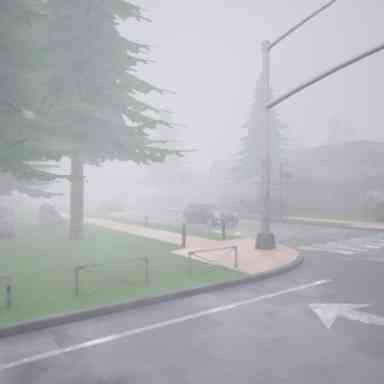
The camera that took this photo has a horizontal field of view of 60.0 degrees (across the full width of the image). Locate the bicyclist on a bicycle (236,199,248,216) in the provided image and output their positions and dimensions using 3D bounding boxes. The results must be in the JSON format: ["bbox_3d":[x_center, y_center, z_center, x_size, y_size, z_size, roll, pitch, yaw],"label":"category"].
[{"bbox_3d":[4.758,1.483,31.623,1.656,1.620,0.582,0,0,-35],"label":"bicyclist on a bicycle"}]

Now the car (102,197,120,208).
[{"bbox_3d":[-13.214,1.657,53.831,1.882,1.535,5.008,0,0,-25],"label":"car"}]

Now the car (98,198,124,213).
[{"bbox_3d":[-9.677,1.653,39.597,1.882,1.535,5.008,0,0,-32],"label":"car"}]

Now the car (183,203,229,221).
[{"bbox_3d":[1.196,1.743,30.105,1.994,1.385,4.181,0,0,-36],"label":"car"}]

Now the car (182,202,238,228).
[{"bbox_3d":[1.210,1.531,23.732,2.097,1.767,4.553,0,0,-35],"label":"car"}]
